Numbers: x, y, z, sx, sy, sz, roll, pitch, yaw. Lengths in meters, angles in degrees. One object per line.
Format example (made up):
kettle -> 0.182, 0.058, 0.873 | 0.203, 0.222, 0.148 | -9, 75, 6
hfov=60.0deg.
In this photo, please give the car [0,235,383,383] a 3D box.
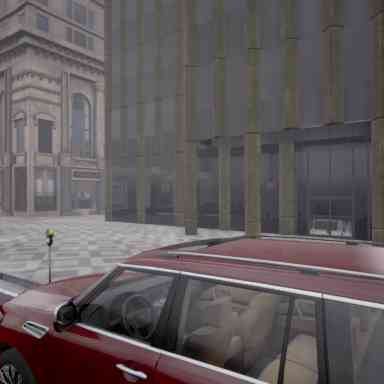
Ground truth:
car -> 0.262, 1.315, 2.787 | 5.009, 1.841, 2.192 | 0, 0, 36
